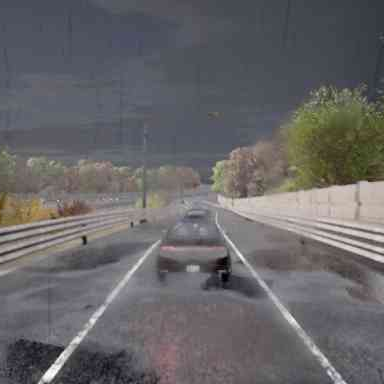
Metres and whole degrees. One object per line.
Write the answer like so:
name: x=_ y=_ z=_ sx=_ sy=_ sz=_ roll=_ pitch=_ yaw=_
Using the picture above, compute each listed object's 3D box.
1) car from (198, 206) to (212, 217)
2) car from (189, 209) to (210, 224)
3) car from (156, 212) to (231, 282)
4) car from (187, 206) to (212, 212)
car: x=2.019 y=2.855 z=49.864 sx=1.882 sy=1.535 sz=5.008 roll=0 pitch=-2 yaw=4
car: x=0.842 y=2.362 z=32.580 sx=1.895 sy=1.301 sz=4.718 roll=0 pitch=-2 yaw=3
car: x=0.043 y=1.555 z=9.881 sx=2.128 sy=1.511 sz=4.902 roll=0 pitch=-1 yaw=0
car: x=0.350 y=1.945 z=23.587 sx=1.837 sy=1.490 sz=4.892 roll=0 pitch=-2 yaw=2
